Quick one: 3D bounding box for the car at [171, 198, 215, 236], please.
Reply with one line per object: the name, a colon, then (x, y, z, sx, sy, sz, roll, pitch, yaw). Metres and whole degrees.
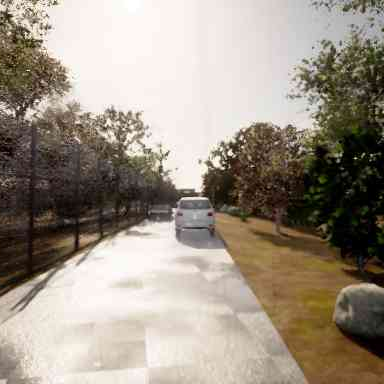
car: (0.149, 1.340, 19.517, 2.150, 2.045, 5.566, 0, -1, 0)

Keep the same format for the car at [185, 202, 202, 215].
car: (0.226, 2.047, 41.896, 2.033, 1.411, 5.357, 0, -1, 0)

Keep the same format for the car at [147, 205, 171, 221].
car: (-2.788, 1.862, 29.571, 1.895, 1.301, 4.718, 0, -1, 0)

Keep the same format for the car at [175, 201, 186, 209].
car: (-2.408, 2.716, 69.928, 2.128, 1.511, 4.902, 0, -1, 1)
